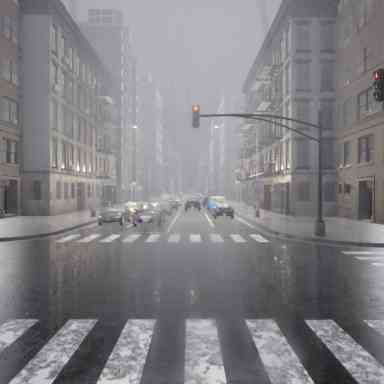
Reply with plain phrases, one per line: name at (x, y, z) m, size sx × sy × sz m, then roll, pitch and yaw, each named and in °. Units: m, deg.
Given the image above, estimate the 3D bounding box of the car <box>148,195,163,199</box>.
car at (-5.411, 1.437, 45.166) m, size 1.967 × 1.590 × 4.097 m, roll 0°, pitch 0°, yaw 0°

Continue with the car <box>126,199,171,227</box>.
car at (-2.849, 1.490, 22.909) m, size 2.128 × 1.511 × 4.902 m, roll 0°, pitch 0°, yaw 0°

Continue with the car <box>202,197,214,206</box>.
car at (2.646, 1.563, 55.979) m, size 1.947 × 1.339 × 4.313 m, roll 0°, pitch 0°, yaw 0°

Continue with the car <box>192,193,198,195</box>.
car at (0.101, 1.488, 67.414) m, size 2.128 × 1.511 × 4.902 m, roll 0°, pitch 0°, yaw 0°

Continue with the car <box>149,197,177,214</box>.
car at (-2.845, 1.545, 32.792) m, size 2.033 × 1.411 × 5.357 m, roll 0°, pitch 0°, yaw 0°

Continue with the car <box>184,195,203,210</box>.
car at (0.089, 1.502, 42.014) m, size 1.837 × 1.490 × 4.892 m, roll 0°, pitch 0°, yaw 0°

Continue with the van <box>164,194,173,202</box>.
van at (-5.441, 1.338, 77.603) m, size 1.690 × 1.788 × 3.998 m, roll 0°, pitch 0°, yaw 0°

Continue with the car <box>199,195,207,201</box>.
car at (2.653, 1.541, 83.010) m, size 1.887 × 1.381 × 4.507 m, roll 0°, pitch 0°, yaw 0°

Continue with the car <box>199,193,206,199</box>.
car at (2.644, 1.312, 50.573) m, size 2.192 × 1.841 × 5.009 m, roll 0°, pitch 0°, yaw 0°

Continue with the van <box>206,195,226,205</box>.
van at (2.640, 1.339, 34.354) m, size 1.690 × 1.788 × 3.998 m, roll 0°, pitch 0°, yaw 0°

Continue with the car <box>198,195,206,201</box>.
car at (2.654, 1.562, 88.416) m, size 1.947 × 1.339 × 4.313 m, roll 0°, pitch 0°, yaw 0°

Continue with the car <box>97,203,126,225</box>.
car at (-5.391, 1.549, 23.540) m, size 2.008 × 1.369 × 4.403 m, roll 0°, pitch 0°, yaw 0°

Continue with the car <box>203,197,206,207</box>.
car at (2.641, 1.579, 39.760) m, size 1.802 × 1.307 × 4.206 m, roll 0°, pitch 0°, yaw 0°

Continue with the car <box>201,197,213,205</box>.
car at (2.647, 1.548, 61.385) m, size 2.008 × 1.369 × 4.403 m, roll 0°, pitch 0°, yaw 0°

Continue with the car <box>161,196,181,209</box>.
car at (-2.835, 1.561, 42.806) m, size 1.994 × 1.385 × 4.181 m, roll 0°, pitch 0°, yaw 1°

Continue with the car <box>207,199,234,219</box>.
car at (2.639, 1.549, 28.948) m, size 2.008 × 1.369 × 4.403 m, roll 0°, pitch 0°, yaw 0°

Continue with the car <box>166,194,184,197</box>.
car at (-2.798, 1.475, 53.060) m, size 1.882 × 1.535 × 5.008 m, roll 0°, pitch 0°, yaw 1°

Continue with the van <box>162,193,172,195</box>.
van at (-5.431, 1.338, 66.790) m, size 1.690 × 1.788 × 3.998 m, roll 0°, pitch 0°, yaw 0°

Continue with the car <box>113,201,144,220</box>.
car at (-5.396, 1.523, 28.777) m, size 1.752 × 1.417 × 4.829 m, roll 0°, pitch 0°, yaw 0°
